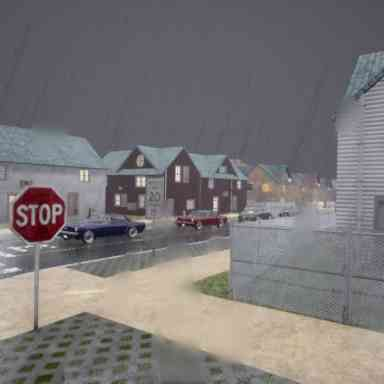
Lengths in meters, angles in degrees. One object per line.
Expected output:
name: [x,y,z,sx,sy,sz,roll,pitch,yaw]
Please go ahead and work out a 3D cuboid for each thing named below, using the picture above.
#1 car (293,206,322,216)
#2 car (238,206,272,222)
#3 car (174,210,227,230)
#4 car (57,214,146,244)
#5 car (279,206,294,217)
car: [13.271,2.418,37.043,1.812,1.442,4.674,2,0,36]
car: [6.219,2.152,32.418,1.837,1.490,4.892,2,0,36]
car: [0.717,2.043,24.959,1.895,1.301,4.718,2,0,36]
car: [-4.711,1.843,17.554,1.895,1.301,4.718,2,0,36]
car: [12.155,2.435,40.441,1.994,1.385,4.181,2,0,36]
